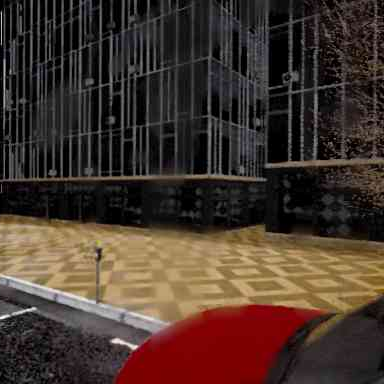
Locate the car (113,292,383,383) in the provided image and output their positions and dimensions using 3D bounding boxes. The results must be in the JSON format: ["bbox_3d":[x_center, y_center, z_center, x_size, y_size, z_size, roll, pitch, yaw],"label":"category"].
[{"bbox_3d":[1.716,1.312,1.439,5.009,1.841,2.192,0,1,36],"label":"car"}]
